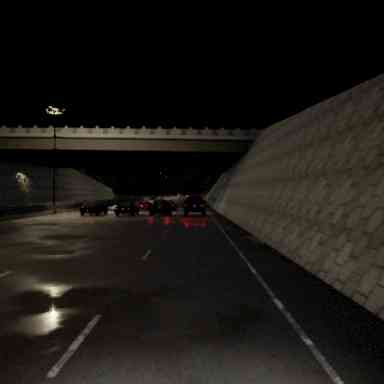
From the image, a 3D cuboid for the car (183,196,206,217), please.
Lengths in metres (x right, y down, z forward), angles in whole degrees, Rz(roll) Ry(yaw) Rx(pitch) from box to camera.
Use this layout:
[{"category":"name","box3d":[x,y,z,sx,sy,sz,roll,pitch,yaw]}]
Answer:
[{"category":"car","box3d":[0.280,1.448,34.886,2.150,2.045,5.566,0,0,0]}]

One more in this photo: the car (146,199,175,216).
[{"category":"car","box3d":[-3.218,1.561,35.238,2.097,1.767,4.553,0,0,0]}]

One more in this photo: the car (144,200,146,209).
[{"category":"car","box3d":[-6.619,1.824,46.097,1.994,1.385,4.181,0,0,1]}]

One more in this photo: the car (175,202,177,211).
[{"category":"car","box3d":[-3.119,1.843,46.082,1.994,1.385,4.181,0,0,1]}]

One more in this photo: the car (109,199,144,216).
[{"category":"car","box3d":[-6.722,1.735,34.913,2.033,1.411,5.357,0,0,0]}]

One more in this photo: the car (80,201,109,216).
[{"category":"car","box3d":[-10.222,1.660,34.943,2.128,1.511,4.902,0,0,0]}]

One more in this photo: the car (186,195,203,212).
[{"category":"car","box3d":[0.371,1.517,45.505,2.150,2.045,5.566,0,0,1]}]

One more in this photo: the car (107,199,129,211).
[{"category":"car","box3d":[-10.125,1.745,45.822,1.837,1.490,4.892,0,0,1]}]
